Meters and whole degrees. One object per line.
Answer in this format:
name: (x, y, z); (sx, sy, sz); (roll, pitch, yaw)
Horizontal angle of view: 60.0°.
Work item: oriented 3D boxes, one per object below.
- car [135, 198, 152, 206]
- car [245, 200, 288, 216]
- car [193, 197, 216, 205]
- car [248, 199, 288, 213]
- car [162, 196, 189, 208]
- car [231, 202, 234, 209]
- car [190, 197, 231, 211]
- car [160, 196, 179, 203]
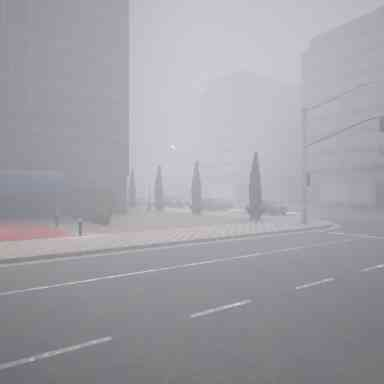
car: (-8.576, 1.601, 56.463); (1.895, 1.301, 4.718); (0, 0, -34)
car: (7.415, 1.526, 33.484); (1.812, 1.442, 4.674); (0, 0, -38)
car: (2.278, 1.564, 59.535); (1.994, 1.385, 4.181); (0, 0, -35)
car: (8.561, 1.564, 37.958); (1.994, 1.385, 4.181); (0, 0, -35)
car: (-3.005, 1.352, 48.426); (2.097, 1.767, 4.553); (0, 0, -35)
car: (3.752, 1.564, 44.849); (1.994, 1.385, 4.181); (0, 0, -35)
car: (2.166, 1.505, 41.004); (1.837, 1.490, 4.892); (0, 0, -35)
car: (-4.707, 1.600, 69.595); (1.895, 1.301, 4.718); (0, 0, -34)
